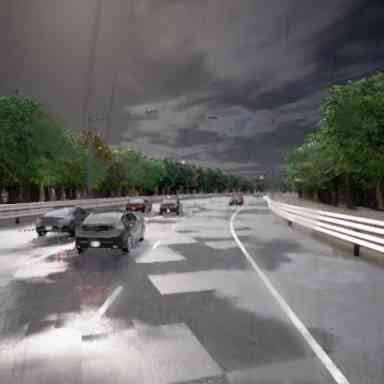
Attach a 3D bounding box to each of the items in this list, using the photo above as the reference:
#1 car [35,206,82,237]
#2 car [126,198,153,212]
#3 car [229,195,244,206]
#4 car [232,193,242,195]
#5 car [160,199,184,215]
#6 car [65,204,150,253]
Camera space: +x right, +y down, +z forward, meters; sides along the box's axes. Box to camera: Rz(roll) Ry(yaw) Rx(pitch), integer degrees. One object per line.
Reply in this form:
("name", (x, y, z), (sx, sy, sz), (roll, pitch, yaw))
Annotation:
("car", (-6.450, 1.476, 17.496), (1.812, 1.442, 4.674), (0, 0, 2))
("car", (-5.358, 1.400, 34.209), (1.882, 1.535, 5.008), (0, 0, 5))
("car", (6.901, 1.502, 52.838), (1.895, 1.301, 4.718), (0, 0, 10))
("car", (8.127, 1.112, 59.987), (2.150, 2.045, 5.566), (0, 0, 9))
("car", (-1.973, 1.432, 32.697), (1.837, 1.490, 4.892), (0, 0, 5))
("car", (-3.112, 1.466, 13.422), (1.837, 1.490, 4.892), (0, 0, 2))
